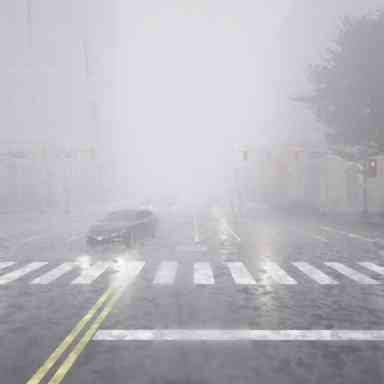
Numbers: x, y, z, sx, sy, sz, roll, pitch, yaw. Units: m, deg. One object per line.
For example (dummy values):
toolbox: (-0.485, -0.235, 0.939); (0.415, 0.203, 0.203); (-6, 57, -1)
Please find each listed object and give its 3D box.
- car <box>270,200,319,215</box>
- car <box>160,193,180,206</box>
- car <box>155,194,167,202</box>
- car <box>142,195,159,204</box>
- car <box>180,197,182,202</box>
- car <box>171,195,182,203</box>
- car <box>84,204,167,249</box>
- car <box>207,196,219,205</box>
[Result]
car: (10.125, 1.525, 32.877); (4.674, 1.442, 1.812); (0, 0, 0)
car: (-3.576, 1.352, 54.974); (2.097, 1.767, 4.553); (0, 0, 0)
car: (-6.860, 1.355, 73.877); (2.097, 1.767, 4.553); (0, 0, 1)
car: (-7.075, 1.564, 55.322); (1.994, 1.385, 4.181); (0, 0, 0)
car: (-3.514, 1.221, 64.183); (2.150, 2.045, 5.566); (0, 0, 1)
car: (-3.355, 1.525, 74.406); (2.128, 1.511, 4.902); (0, 0, 1)
car: (-2.899, 1.505, 14.847); (1.837, 1.490, 4.892); (-1, 0, 14)
car: (3.602, 1.491, 56.822); (2.128, 1.511, 4.902); (0, 0, 0)
